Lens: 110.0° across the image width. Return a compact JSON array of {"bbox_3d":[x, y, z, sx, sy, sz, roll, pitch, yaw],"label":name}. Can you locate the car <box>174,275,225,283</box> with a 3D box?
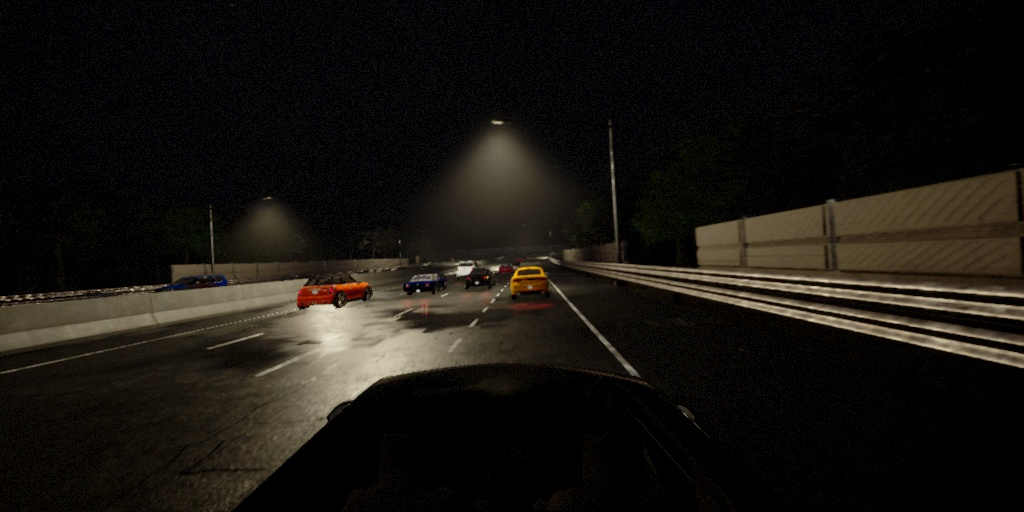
[{"bbox_3d":[-26.708,2.732,30.101,2.150,2.045,5.566,-3,-1,3],"label":"car"}]

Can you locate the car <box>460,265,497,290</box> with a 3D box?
[{"bbox_3d":[-2.277,1.645,26.582,1.812,1.442,4.674,-3,-1,3],"label":"car"}]

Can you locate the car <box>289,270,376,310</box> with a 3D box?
[{"bbox_3d":[-9.530,1.808,19.640,2.097,1.767,4.553,-3,-1,3],"label":"car"}]

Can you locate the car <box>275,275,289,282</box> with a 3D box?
[{"bbox_3d":[-19.612,2.485,31.823,2.097,1.767,4.553,-3,-1,3],"label":"car"}]

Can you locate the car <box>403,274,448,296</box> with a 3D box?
[{"bbox_3d":[-5.771,1.896,24.600,1.895,1.301,4.718,-3,-1,3],"label":"car"}]

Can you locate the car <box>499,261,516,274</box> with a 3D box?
[{"bbox_3d":[-0.862,1.856,53.098,1.994,1.385,4.181,-3,-1,3],"label":"car"}]

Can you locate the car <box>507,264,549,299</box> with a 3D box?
[{"bbox_3d":[0.972,1.349,19.543,1.882,1.535,5.008,-3,-1,3],"label":"car"}]

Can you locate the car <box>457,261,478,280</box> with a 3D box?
[{"bbox_3d":[-4.904,1.628,41.650,2.150,2.045,5.566,-3,-1,3],"label":"car"}]

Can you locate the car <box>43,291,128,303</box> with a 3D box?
[{"bbox_3d":[-30.393,3.279,26.019,1.895,1.301,4.718,-3,-1,3],"label":"car"}]

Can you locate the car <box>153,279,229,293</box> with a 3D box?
[{"bbox_3d":[-23.374,2.818,26.501,1.812,1.442,4.674,-3,-1,3],"label":"car"}]

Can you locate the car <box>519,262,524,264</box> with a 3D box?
[{"bbox_3d":[1.903,1.593,37.732,1.895,1.301,4.718,-3,-1,3],"label":"car"}]
